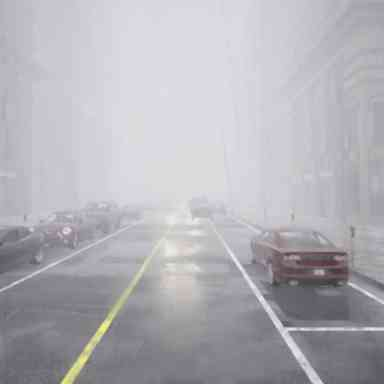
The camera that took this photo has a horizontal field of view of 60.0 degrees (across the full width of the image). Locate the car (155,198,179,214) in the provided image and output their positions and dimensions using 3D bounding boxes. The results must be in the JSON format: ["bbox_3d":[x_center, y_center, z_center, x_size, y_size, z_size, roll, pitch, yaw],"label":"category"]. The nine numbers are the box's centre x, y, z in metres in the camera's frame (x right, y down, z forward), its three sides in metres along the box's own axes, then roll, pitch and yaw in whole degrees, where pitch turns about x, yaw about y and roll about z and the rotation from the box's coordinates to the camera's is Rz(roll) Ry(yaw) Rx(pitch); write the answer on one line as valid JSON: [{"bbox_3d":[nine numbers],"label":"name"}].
[{"bbox_3d":[-3.075,1.866,41.798,1.882,1.535,5.008,0,0,0],"label":"car"}]

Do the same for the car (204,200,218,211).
[{"bbox_3d":[2.785,1.980,48.847,1.752,1.417,4.829,0,-1,0],"label":"car"}]

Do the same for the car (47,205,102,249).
[{"bbox_3d":[-5.754,1.580,15.064,1.967,1.590,4.097,0,-1,0],"label":"car"}]

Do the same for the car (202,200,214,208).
[{"bbox_3d":[2.789,2.103,59.880,1.887,1.381,4.507,0,-1,0],"label":"car"}]

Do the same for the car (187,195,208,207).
[{"bbox_3d":[0.837,1.606,41.179,2.150,2.045,5.566,0,-1,-1],"label":"car"}]

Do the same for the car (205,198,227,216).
[{"bbox_3d":[2.781,1.788,37.473,1.967,1.590,4.097,0,-1,0],"label":"car"}]

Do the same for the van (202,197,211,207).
[{"bbox_3d":[2.792,1.952,65.484,1.690,1.788,3.998,0,-1,0],"label":"van"}]

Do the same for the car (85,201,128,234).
[{"bbox_3d":[-5.751,1.507,20.667,2.192,1.841,5.009,0,-1,0],"label":"car"}]

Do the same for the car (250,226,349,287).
[{"bbox_3d":[2.769,1.633,9.464,1.887,1.381,4.507,0,-1,0],"label":"car"}]

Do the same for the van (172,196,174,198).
[{"bbox_3d":[-5.728,2.057,76.683,1.690,1.788,3.998,0,-1,0],"label":"van"}]

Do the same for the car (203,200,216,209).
[{"bbox_3d":[2.787,2.050,54.279,1.887,1.381,4.507,0,-1,0],"label":"car"}]

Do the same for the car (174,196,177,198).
[{"bbox_3d":[-5.724,2.261,87.884,1.967,1.590,4.097,0,-1,0],"label":"car"}]

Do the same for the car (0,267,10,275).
[{"bbox_3d":[-3.101,1.558,1.068,2.033,1.411,5.357,0,0,0],"label":"car"}]

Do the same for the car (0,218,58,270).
[{"bbox_3d":[-5.757,1.654,9.462,1.947,1.339,4.313,0,-1,0],"label":"car"}]

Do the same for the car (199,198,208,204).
[{"bbox_3d":[2.799,2.209,82.289,1.967,1.590,4.097,0,-1,0],"label":"car"}]

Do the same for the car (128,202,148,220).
[{"bbox_3d":[-5.748,1.840,31.868,1.887,1.381,4.507,0,-1,0],"label":"car"}]

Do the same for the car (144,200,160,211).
[{"bbox_3d":[-5.741,1.977,48.503,1.752,1.417,4.829,0,-1,0],"label":"car"}]

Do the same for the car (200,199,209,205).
[{"bbox_3d":[2.796,2.261,76.687,1.887,1.381,4.507,0,-1,0],"label":"car"}]

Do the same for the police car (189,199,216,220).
[{"bbox_3d":[0.912,1.715,31.265,1.930,1.638,5.238,0,-1,0],"label":"police car"}]

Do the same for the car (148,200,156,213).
[{"bbox_3d":[-5.743,1.982,43.070,1.802,1.307,4.206,0,-1,0],"label":"car"}]
